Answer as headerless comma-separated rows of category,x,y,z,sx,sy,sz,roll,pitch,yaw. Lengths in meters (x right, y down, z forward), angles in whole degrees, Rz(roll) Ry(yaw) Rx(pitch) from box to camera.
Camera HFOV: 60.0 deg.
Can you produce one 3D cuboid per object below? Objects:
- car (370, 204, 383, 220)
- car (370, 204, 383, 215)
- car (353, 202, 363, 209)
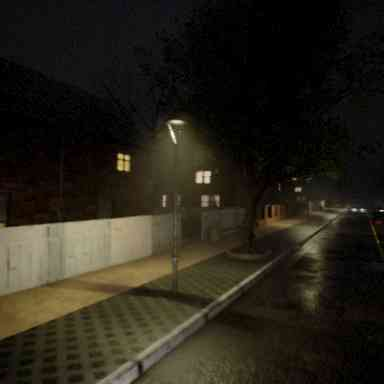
car,20.387,2.126,35.299,2.128,1.511,4.902,0,-1,27
car,25.879,2.364,46.156,2.033,1.411,5.357,0,-1,27
car,33.660,2.743,67.499,1.895,1.301,4.718,0,-1,27
